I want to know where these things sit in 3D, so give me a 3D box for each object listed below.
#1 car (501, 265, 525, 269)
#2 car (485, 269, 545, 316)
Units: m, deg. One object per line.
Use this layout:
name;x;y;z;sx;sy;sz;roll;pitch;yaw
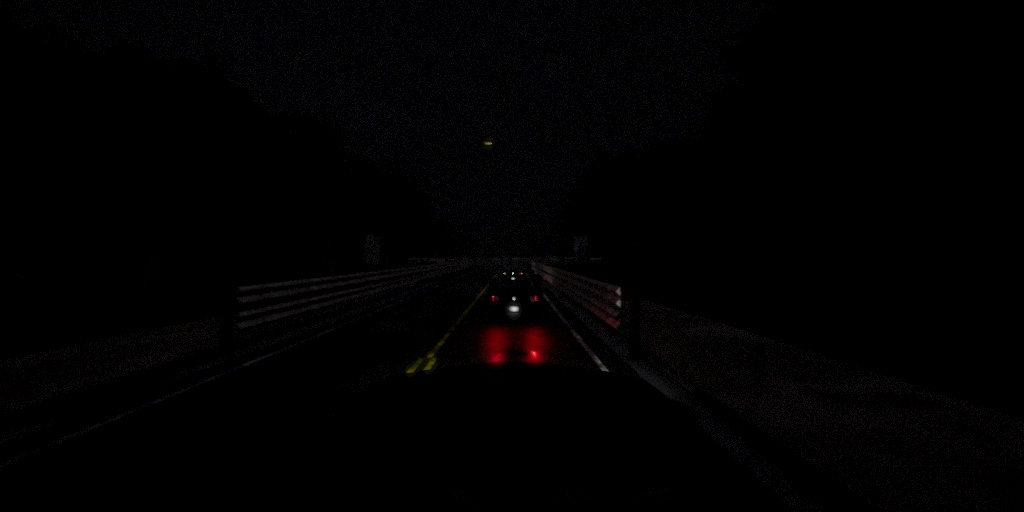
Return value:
car;0.076;1.331;28.555;1.895;1.301;4.718;0;0;0
car;0.083;1.342;13.289;1.895;1.301;4.718;0;0;0
